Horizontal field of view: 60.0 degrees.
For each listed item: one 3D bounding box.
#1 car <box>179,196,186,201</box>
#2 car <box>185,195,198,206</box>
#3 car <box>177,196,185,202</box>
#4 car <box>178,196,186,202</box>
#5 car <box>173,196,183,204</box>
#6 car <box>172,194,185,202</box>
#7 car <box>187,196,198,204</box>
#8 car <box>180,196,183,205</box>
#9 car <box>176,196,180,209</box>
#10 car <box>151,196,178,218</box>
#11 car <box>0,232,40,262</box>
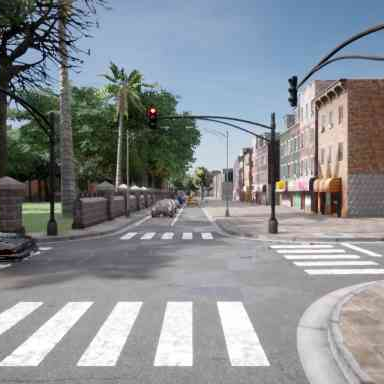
[{"bbox_3d":[-2.598,1.914,93.200,1.947,1.339,4.313,-1,0,0],"label":"car"},{"bbox_3d":[0.130,1.627,59.511,1.882,1.535,5.008,0,0,0],"label":"car"},{"bbox_3d":[-2.603,1.818,81.823,1.887,1.381,4.507,0,0,0],"label":"car"},{"bbox_3d":[-2.601,1.861,87.512,2.008,1.369,4.403,-1,0,0],"label":"car"},{"bbox_3d":[-2.985,1.715,71.231,1.837,1.490,4.892,0,0,0],"label":"car"},{"bbox_3d":[-2.949,1.402,64.262,2.150,2.045,5.566,0,0,0],"label":"car"},{"bbox_3d":[0.128,1.690,68.865,2.128,1.511,4.902,0,0,0],"label":"car"},{"bbox_3d":[-2.619,1.679,47.692,1.802,1.307,4.206,0,0,0],"label":"car"},{"bbox_3d":[-2.623,1.498,36.314,1.967,1.590,4.097,0,0,0],"label":"car"},{"bbox_3d":[-2.627,1.481,30.626,1.967,1.590,4.097,0,0,0],"label":"car"},{"bbox_3d":[-7.769,1.615,10.309,5.357,1.411,2.033,-1,0,-8],"label":"car"}]
